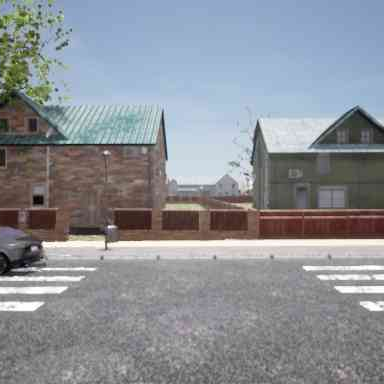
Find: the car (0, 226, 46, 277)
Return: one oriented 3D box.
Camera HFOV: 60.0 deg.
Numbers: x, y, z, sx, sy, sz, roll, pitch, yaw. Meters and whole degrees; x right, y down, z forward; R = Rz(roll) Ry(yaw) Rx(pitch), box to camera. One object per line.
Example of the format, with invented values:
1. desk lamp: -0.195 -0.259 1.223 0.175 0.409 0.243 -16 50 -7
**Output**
1. car: -6.771 1.706 10.144 4.181 1.385 1.994 -1 -1 1
